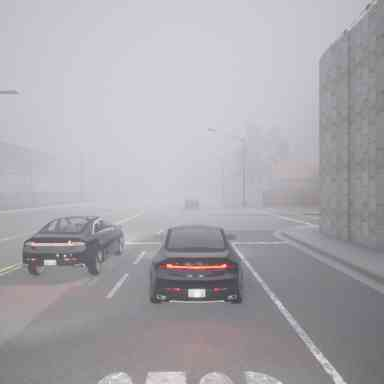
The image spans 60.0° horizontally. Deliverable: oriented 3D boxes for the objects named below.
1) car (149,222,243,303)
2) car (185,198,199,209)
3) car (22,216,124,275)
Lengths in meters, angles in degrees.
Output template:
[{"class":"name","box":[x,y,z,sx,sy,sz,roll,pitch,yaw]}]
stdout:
[{"class":"car","box":[0.080,1.505,8.181,1.837,1.490,4.892,0,0,0]},{"class":"car","box":[-0.013,1.491,44.174,2.128,1.511,4.902,0,0,0]},{"class":"car","box":[-3.426,1.492,10.450,2.128,1.511,4.902,0,0,0]}]
